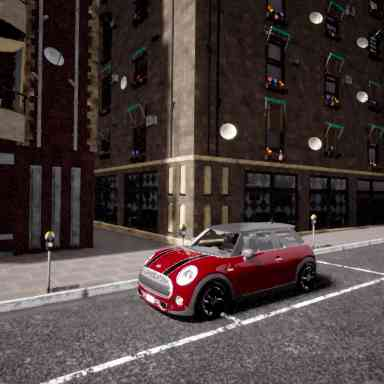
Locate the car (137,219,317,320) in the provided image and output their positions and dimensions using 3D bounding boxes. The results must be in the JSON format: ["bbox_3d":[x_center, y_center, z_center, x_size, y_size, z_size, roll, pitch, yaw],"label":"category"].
[{"bbox_3d":[0.854,1.442,7.300,4.097,1.590,1.967,0,1,-35],"label":"car"}]
